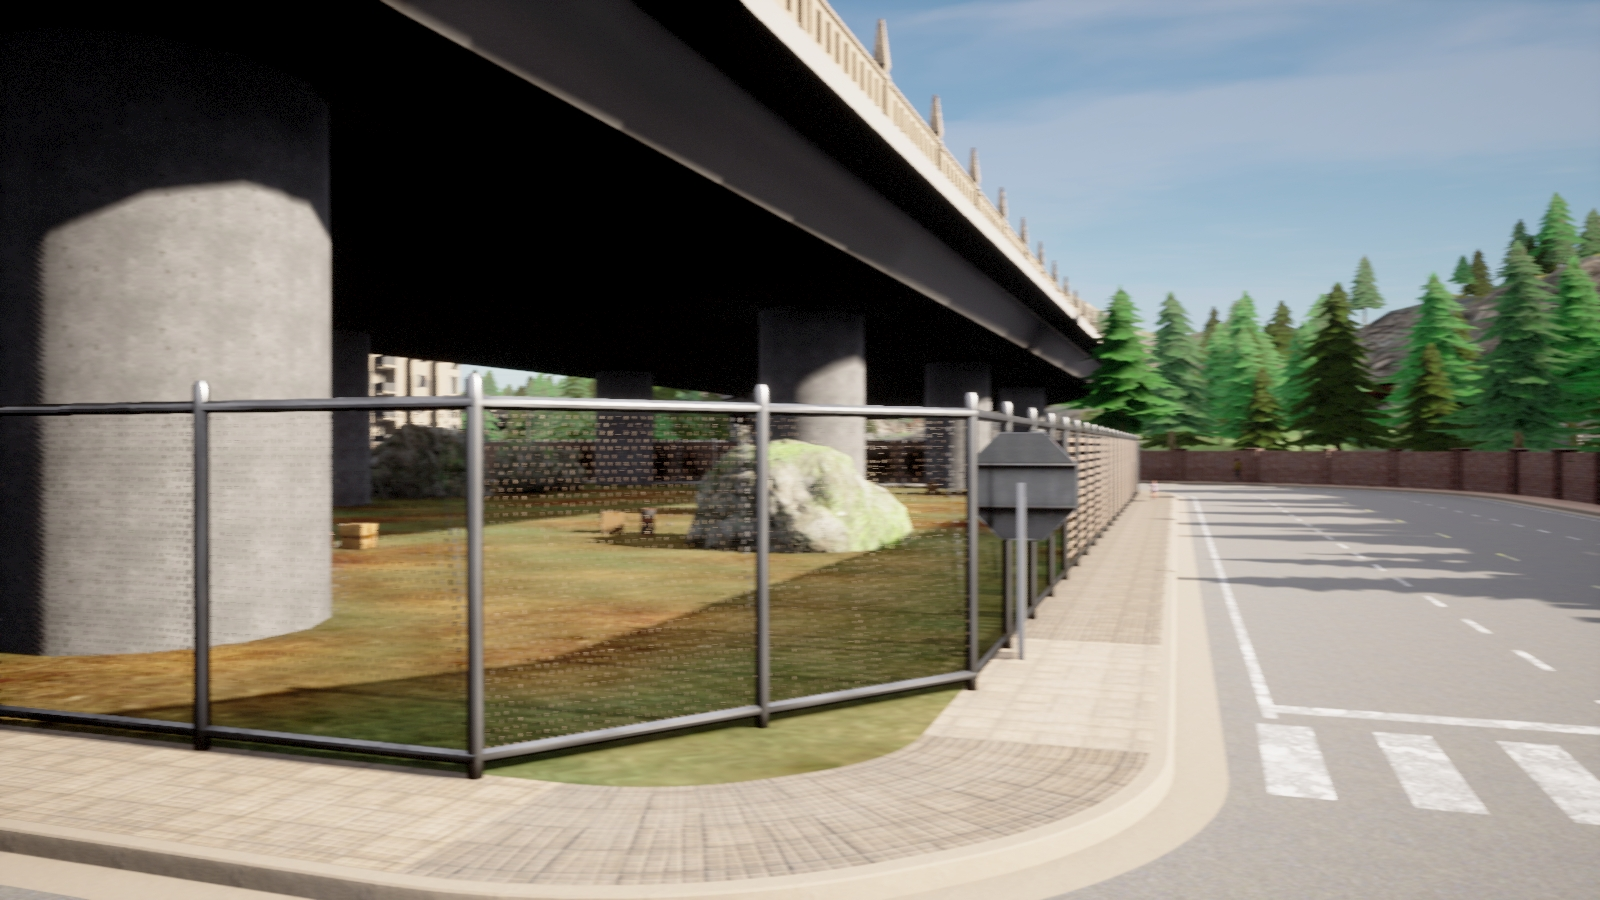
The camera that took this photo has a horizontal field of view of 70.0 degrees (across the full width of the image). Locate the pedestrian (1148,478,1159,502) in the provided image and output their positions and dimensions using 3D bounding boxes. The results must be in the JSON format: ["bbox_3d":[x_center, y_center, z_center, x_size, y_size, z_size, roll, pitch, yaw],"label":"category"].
[{"bbox_3d":[16.976,1.907,54.816,0.500,1.100,0.500,0,0,18],"label":"pedestrian"}]
